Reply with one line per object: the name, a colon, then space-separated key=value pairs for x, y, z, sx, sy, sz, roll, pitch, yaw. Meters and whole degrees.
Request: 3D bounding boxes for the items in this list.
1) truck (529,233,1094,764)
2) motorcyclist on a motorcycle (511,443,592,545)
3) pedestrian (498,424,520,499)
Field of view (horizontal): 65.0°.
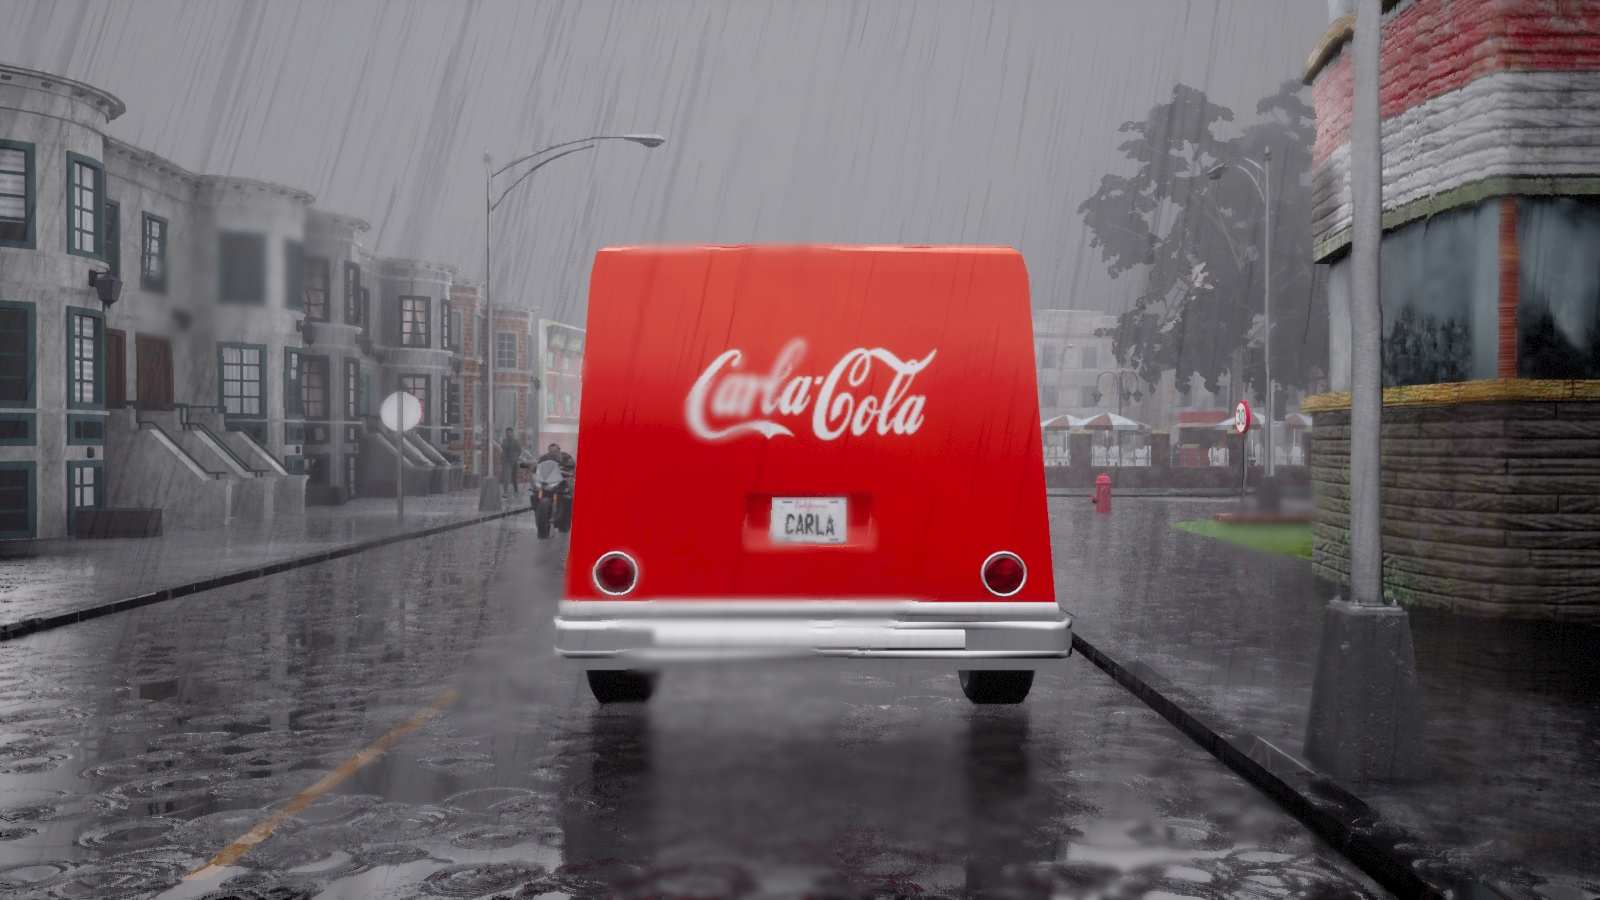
truck: x=0.065 y=0.212 z=8.449 sx=2.627 sy=2.467 sz=5.204 roll=0 pitch=0 yaw=0
motorcyclist on a motorcycle: x=-3.930 y=0.665 z=20.035 sx=0.866 sy=1.530 sz=2.191 roll=0 pitch=1 yaw=0
pedestrian: x=-7.218 y=0.274 z=31.180 sx=0.353 sy=1.847 sz=0.614 roll=0 pitch=0 yaw=4
